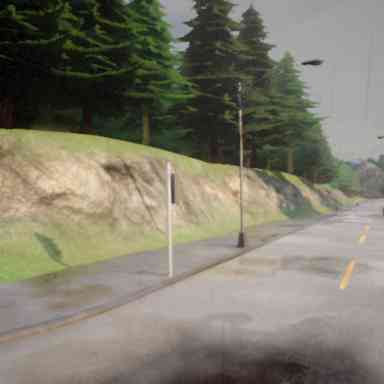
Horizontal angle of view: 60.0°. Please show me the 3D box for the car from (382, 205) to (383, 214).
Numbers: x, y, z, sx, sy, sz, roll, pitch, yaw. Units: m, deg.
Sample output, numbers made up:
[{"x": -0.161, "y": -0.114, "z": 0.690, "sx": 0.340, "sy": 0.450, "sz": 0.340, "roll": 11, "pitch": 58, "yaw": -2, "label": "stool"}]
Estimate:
[{"x": 25.078, "y": 2.067, "z": 41.785, "sx": 1.812, "sy": 1.442, "sz": 4.674, "roll": -2, "pitch": -1, "yaw": 30, "label": "car"}]
